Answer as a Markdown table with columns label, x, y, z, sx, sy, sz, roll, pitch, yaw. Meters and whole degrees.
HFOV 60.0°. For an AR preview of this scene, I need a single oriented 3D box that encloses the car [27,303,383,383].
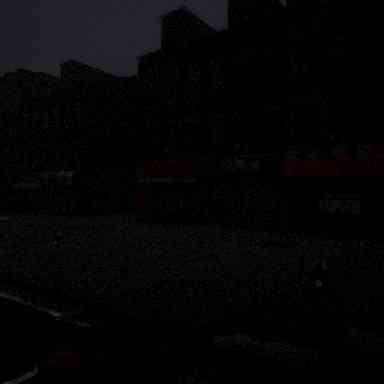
| label | x | y | z | sx | sy | sz | roll | pitch | yaw |
| --- | --- | --- | --- | --- | --- | --- | --- | --- | --- |
| car | 0.435 | 1.580 | 2.487 | 4.206 | 1.307 | 1.802 | 0 | 1 | 36 |
